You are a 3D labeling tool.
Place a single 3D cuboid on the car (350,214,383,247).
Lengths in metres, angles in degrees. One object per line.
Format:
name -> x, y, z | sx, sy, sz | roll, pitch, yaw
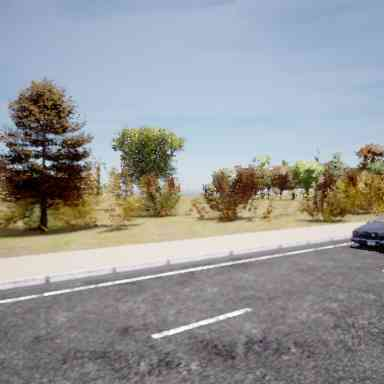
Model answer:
car -> 8.793, 1.496, 13.729 | 5.357, 1.411, 2.033 | 0, 0, -34
